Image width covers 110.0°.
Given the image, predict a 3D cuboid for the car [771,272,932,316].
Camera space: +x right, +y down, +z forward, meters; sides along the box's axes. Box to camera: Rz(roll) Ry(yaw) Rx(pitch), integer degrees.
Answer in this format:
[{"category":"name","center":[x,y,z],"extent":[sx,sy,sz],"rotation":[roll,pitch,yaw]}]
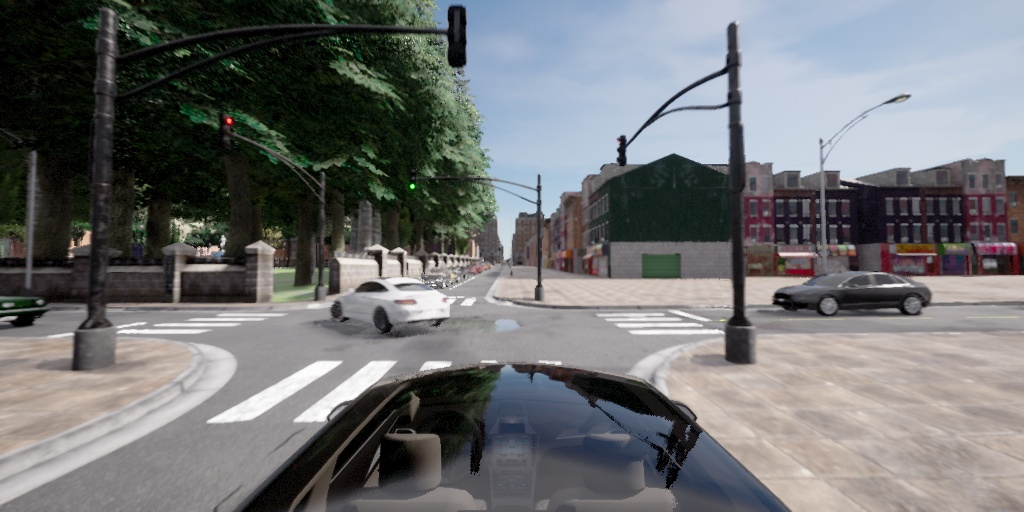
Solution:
[{"category":"car","center":[12.211,1.328,13.081],"extent":[4.892,1.490,1.837],"rotation":[-1,-2,0]}]

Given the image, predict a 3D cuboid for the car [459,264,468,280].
[{"category":"car","center":[-5.603,1.711,33.512],"extent":[2.007,1.370,4.403],"rotation":[0,0,-1]}]

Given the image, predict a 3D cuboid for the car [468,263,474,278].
[{"category":"car","center":[-5.654,1.801,38.961],"extent":[1.948,1.339,4.313],"rotation":[0,0,-1]}]

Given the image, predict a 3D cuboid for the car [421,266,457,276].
[{"category":"car","center":[-5.564,1.615,26.377],"extent":[2.007,1.370,4.403],"rotation":[0,0,-1]}]

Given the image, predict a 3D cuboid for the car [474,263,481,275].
[{"category":"car","center":[-5.756,1.975,49.859],"extent":[1.802,1.307,4.207],"rotation":[0,0,-1]}]

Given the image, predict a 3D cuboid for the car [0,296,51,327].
[{"category":"car","center":[-16.148,1.424,9.943],"extent":[4.718,1.301,1.895],"rotation":[0,-2,0]}]

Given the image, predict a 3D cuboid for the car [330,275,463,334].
[{"category":"car","center":[-3.767,1.378,10.917],"extent":[4.674,1.442,1.812],"rotation":[-2,-4,43]}]

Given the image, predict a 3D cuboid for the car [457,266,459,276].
[{"category":"car","center":[-5.607,1.618,28.351],"extent":[1.751,1.417,4.829],"rotation":[0,0,-1]}]

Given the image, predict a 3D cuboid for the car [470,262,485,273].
[{"category":"car","center":[-5.807,1.791,55.308],"extent":[2.192,1.841,5.009],"rotation":[0,0,-1]}]

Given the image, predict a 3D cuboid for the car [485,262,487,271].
[{"category":"car","center":[-5.858,2.001,60.757],"extent":[1.967,1.591,4.097],"rotation":[0,0,-1]}]
